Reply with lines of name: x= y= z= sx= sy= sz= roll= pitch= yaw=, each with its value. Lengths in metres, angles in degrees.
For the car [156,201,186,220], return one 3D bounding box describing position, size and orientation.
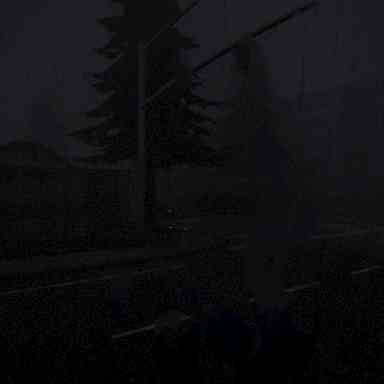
car: x=-2.363 y=1.495 z=28.085 sx=1.812 sy=1.442 sz=4.674 roll=0 pitch=0 yaw=-36
